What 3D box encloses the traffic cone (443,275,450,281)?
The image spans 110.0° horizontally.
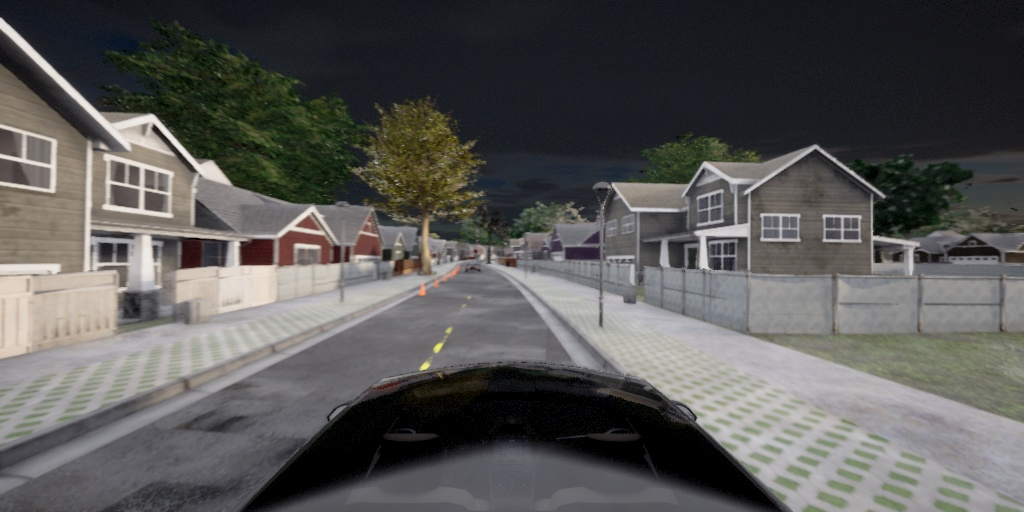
[{"bbox_3d":[-5.306,1.697,28.366,0.340,0.580,0.340,0,0,-5],"label":"traffic cone"}]

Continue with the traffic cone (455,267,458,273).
[{"bbox_3d":[-6.203,1.723,38.278,0.340,0.580,0.340,0,0,-6],"label":"traffic cone"}]

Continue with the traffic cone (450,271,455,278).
[{"bbox_3d":[-5.729,1.709,33.325,0.340,0.580,0.340,0,0,-5],"label":"traffic cone"}]

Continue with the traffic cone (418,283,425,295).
[{"bbox_3d":[-4.609,1.679,18.440,0.340,0.580,0.340,0,0,-3],"label":"traffic cone"}]

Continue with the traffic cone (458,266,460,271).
[{"bbox_3d":[-6.725,1.739,43.225,0.340,0.580,0.340,0,0,-6],"label":"traffic cone"}]

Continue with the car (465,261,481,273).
[{"bbox_3d":[-4.979,1.375,45.666,1.994,1.385,4.181,1,0,-7],"label":"car"}]

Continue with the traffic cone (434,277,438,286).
[{"bbox_3d":[-4.933,1.686,23.405,0.340,0.580,0.340,0,0,-4],"label":"traffic cone"}]
